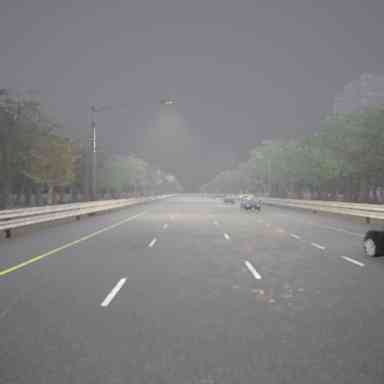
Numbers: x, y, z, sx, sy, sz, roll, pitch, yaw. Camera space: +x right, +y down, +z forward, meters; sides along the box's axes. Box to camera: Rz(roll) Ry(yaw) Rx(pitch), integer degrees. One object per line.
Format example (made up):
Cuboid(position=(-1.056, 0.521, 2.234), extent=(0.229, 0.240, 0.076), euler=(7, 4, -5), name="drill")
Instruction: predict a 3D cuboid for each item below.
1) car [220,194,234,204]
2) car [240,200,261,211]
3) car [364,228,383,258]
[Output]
Cuboid(position=(7.176, 1.586, 65.616), extent=(1.812, 1.442, 4.674), euler=(0, 0, 0), name="car")
Cuboid(position=(7.069, 1.636, 40.678), extent=(1.895, 1.301, 4.718), euler=(0, 0, 0), name="car")
Cuboid(position=(7.002, 1.500, 9.738), extent=(1.882, 1.535, 5.008), euler=(0, 0, 0), name="car")
